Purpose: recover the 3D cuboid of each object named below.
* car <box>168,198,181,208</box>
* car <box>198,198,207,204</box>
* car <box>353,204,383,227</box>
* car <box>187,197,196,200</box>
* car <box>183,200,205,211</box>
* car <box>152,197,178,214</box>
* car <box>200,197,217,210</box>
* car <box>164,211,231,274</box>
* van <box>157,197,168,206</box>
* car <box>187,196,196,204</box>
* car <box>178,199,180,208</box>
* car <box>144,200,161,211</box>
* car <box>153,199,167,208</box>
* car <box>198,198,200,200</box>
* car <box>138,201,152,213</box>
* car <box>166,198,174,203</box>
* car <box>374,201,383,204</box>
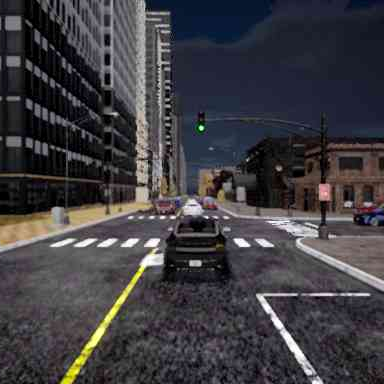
[{"bbox_3d":[-3.056,1.928,58.902,1.882,1.535,5.008,0,0,0],"label":"car"},{"bbox_3d":[2.600,2.182,82.367,2.008,1.369,4.403,-1,0,0],"label":"car"},{"bbox_3d":[14.793,1.890,25.664,4.181,1.385,1.994,1,0,1],"label":"car"},{"bbox_3d":[-0.067,2.057,69.810,1.812,1.442,4.674,0,0,0],"label":"car"},{"bbox_3d":[0.070,1.780,33.303,1.812,1.442,4.674,0,0,0],"label":"car"},{"bbox_3d":[-3.132,1.650,39.065,2.097,1.767,4.553,0,0,0],"label":"car"},{"bbox_3d":[2.631,1.811,48.505,1.967,1.590,4.097,-1,0,0],"label":"car"},{"bbox_3d":[0.216,1.588,10.892,1.837,1.490,4.892,0,-1,3],"label":"car"},{"bbox_3d":[-5.734,1.842,65.484,1.690,1.788,3.998,-1,0,0],"label":"van"},{"bbox_3d":[-0.076,1.888,79.816,2.097,1.767,4.553,0,0,0],"label":"car"},{"bbox_3d":[-3.136,1.935,48.518,1.994,1.385,4.181,0,0,-1],"label":"car"},{"bbox_3d":[-5.714,1.937,48.550,1.947,1.339,4.313,-1,0,0],"label":"car"},{"bbox_3d":[-5.725,2.024,59.839,1.947,1.339,4.313,-1,0,0],"label":"car"},{"bbox_3d":[2.618,1.772,59.794,2.192,1.841,5.009,-1,0,0],"label":"car"},{"bbox_3d":[-5.880,1.852,42.737,1.752,1.417,4.829,-1,0,0],"label":"car"},{"bbox_3d":[-5.753,2.200,87.888,1.752,1.417,4.829,-1,0,0],"label":"car"},{"bbox_3d":[16.500,1.637,28.230,5.009,1.841,2.192,1,0,1],"label":"car"}]
